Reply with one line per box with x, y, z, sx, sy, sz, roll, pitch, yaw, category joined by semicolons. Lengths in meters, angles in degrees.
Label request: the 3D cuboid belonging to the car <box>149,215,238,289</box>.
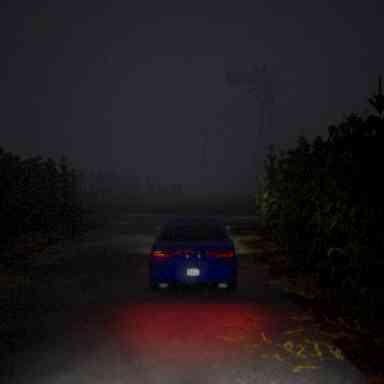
0.037;1.352;8.846;1.882;1.535;5.008;0;1;0;car
